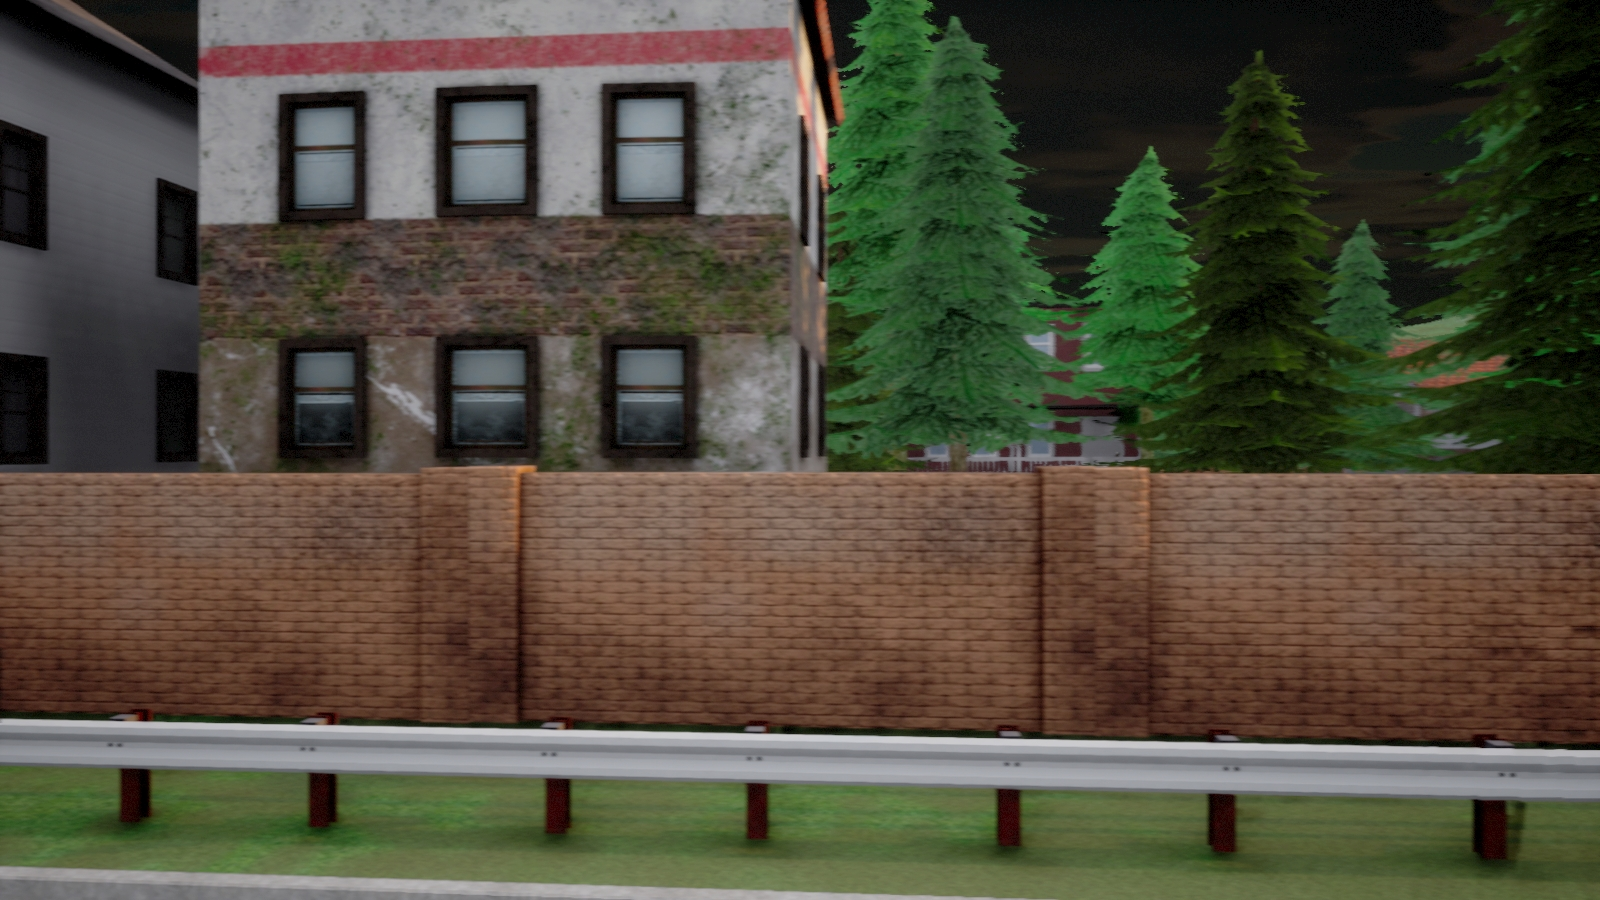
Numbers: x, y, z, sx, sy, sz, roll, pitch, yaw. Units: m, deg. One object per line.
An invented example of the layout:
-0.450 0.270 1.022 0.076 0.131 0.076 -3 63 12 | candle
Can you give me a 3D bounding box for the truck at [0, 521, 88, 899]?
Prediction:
-6.182 1.564 4.467 5.204 2.467 2.627 0 0 4 | truck
